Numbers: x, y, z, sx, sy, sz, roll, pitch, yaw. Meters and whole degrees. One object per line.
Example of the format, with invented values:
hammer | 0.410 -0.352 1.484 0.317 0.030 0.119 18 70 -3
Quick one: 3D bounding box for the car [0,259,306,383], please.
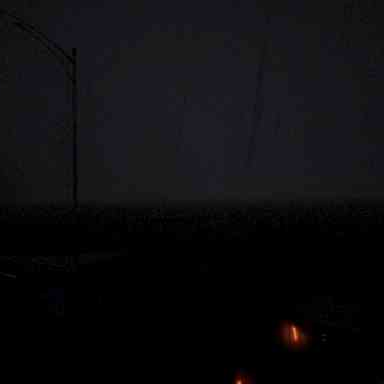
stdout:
car | -1.102 1.631 4.508 4.718 1.301 1.895 -1 0 36
